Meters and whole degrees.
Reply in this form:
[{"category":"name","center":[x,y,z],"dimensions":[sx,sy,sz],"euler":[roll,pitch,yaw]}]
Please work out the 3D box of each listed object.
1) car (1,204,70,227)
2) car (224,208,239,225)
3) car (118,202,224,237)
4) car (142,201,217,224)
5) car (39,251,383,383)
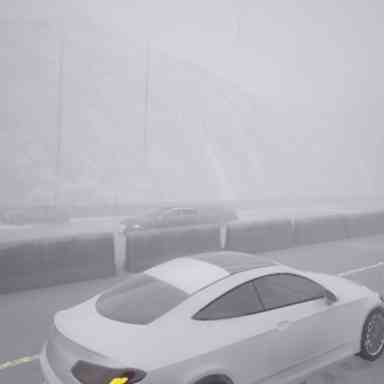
[{"category":"car","center":[-10.424,1.531,22.346],"dimensions":[4.181,1.385,1.994],"euler":[0,0,-35]},{"category":"car","center":[0.562,1.477,21.560],"dimensions":[5.357,1.411,2.033],"euler":[0,0,-35]},{"category":"car","center":[-1.126,1.445,16.072],"dimensions":[4.902,1.511,2.128],"euler":[0,0,-35]},{"category":"car","center":[-0.853,1.472,24.847],"dimensions":[5.357,1.411,2.033],"euler":[0,0,-35]},{"category":"car","center":[0.639,1.510,4.203],"dimensions":[4.674,1.442,1.812],"euler":[0,0,-35]}]
